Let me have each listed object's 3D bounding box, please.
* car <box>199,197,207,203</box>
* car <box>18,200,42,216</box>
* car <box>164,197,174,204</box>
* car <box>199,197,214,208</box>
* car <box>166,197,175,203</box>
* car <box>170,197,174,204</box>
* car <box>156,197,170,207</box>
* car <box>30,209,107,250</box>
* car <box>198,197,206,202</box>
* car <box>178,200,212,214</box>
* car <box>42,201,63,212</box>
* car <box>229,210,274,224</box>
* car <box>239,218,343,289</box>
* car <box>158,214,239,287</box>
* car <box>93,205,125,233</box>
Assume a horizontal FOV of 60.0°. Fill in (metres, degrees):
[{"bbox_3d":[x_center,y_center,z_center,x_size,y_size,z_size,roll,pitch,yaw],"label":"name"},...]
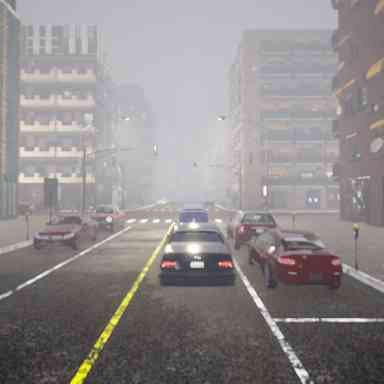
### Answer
[{"bbox_3d":[2.608,1.896,81.009,1.887,1.381,4.507,1,0,0],"label":"car"},{"bbox_3d":[-17.549,1.374,31.604,5.009,1.841,2.192,0,-1,0],"label":"car"},{"bbox_3d":[-5.275,1.893,75.312,1.947,1.339,4.313,1,0,0],"label":"car"},{"bbox_3d":[2.596,1.781,52.654,2.008,1.369,4.403,1,0,0],"label":"car"},{"bbox_3d":[-5.273,1.896,80.982,1.887,1.381,4.507,1,0,0],"label":"car"},{"bbox_3d":[-5.277,1.827,69.471,1.752,1.417,4.829,1,0,0],"label":"car"},{"bbox_3d":[-5.282,1.779,58.129,1.752,1.417,4.829,1,0,0],"label":"car"},{"bbox_3d":[-5.305,1.647,14.537,1.802,1.307,4.206,1,0,0],"label":"car"},{"bbox_3d":[2.610,1.926,86.680,2.008,1.369,4.403,1,0,0],"label":"car"},{"bbox_3d":[0.070,1.580,23.012,1.882,1.535,5.008,0,0,-1],"label":"car"},{"bbox_3d":[-17.608,1.756,39.478,4.313,1.339,1.947,0,-1,0],"label":"car"},{"bbox_3d":[2.582,1.505,14.556,1.967,1.590,4.097,1,0,0],"label":"car"},{"bbox_3d":[2.577,1.622,9.007,1.802,1.307,4.206,1,0,0],"label":"car"},{"bbox_3d":[0.105,1.590,9.522,2.033,1.411,5.357,0,0,0],"label":"car"},{"bbox_3d":[-5.305,1.529,20.087,1.967,1.590,4.097,1,0,0],"label":"car"}]
